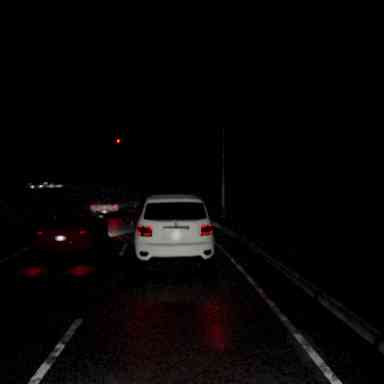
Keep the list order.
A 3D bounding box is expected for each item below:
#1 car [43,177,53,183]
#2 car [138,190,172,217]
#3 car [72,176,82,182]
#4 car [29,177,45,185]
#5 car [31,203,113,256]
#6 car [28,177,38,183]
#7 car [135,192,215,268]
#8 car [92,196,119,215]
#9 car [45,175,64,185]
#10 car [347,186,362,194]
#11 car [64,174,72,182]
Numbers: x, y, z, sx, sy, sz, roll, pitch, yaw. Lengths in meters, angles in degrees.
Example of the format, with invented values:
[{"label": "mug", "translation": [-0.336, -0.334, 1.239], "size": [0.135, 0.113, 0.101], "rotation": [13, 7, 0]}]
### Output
[{"label": "car", "translation": [-37.544, -3.231, 86.622], "size": [1.994, 1.385, 4.181], "rotation": [-2, 4, -28]}, {"label": "car", "translation": [-2.872, 0.759, 24.931], "size": [2.128, 1.511, 4.902], "rotation": [-1, 3, -12]}, {"label": "car", "translation": [-30.238, -3.311, 87.779], "size": [2.033, 1.411, 5.357], "rotation": [-2, 4, -28]}, {"label": "car", "translation": [-32.964, -2.255, 70.507], "size": [1.882, 1.535, 5.008], "rotation": [-2, 4, -28]}, {"label": "car", "translation": [-4.341, 1.360, 12.400], "size": [1.994, 1.385, 4.181], "rotation": [0, 2, -6]}, {"label": "car", "translation": [-40.641, -3.135, 84.995], "size": [2.033, 1.411, 5.357], "rotation": [-2, 4, -28]}, {"label": "car", "translation": [-0.648, 1.045, 10.892], "size": [2.150, 2.045, 5.566], "rotation": [0, 2, -6]}, {"label": "car", "translation": [-6.295, 0.912, 24.305], "size": [1.895, 1.301, 4.718], "rotation": [-1, 3, -12]}, {"label": "car", "translation": [-29.846, -2.613, 72.077], "size": [2.150, 2.045, 5.566], "rotation": [-2, 4, -28]}, {"label": "car", "translation": [30.600, -0.497, 64.217], "size": [4.553, 1.767, 2.097], "rotation": [2, 3, -25]}, {"label": "car", "translation": [-33.347, -3.518, 86.153], "size": [2.150, 2.045, 5.566], "rotation": [-2, 4, -28]}]
